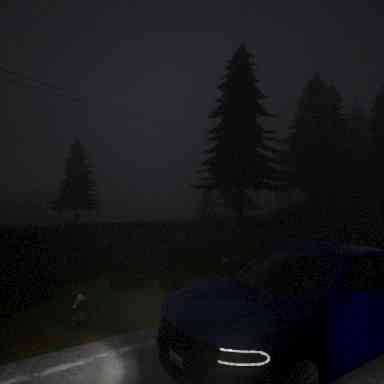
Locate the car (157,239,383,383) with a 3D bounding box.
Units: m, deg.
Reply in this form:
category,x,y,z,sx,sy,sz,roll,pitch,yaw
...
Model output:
category,x,y,z,sx,sy,sz,roll,pitch,yaw
car,1.873,1.521,4.956,5.008,1.535,1.882,1,-1,-35
